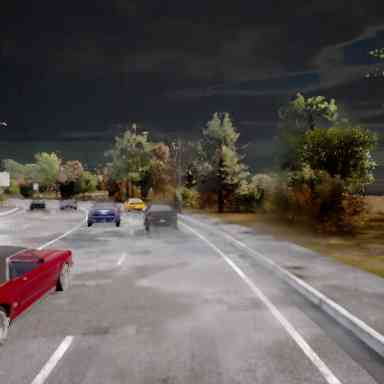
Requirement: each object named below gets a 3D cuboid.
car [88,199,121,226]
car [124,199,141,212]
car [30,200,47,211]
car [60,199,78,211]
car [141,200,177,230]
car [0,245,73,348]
[{"bbox_3d":[-6.141,1.371,23.628,2.097,1.767,4.553,0,0,-12],"label":"car"},{"bbox_3d":[-6.825,1.503,39.109,1.882,1.535,5.008,0,0,-19],"label":"car"},{"bbox_3d":[-19.177,1.639,41.633,1.895,1.301,4.718,0,0,-23],"label":"car"},{"bbox_3d":[-15.280,1.600,41.257,1.994,1.385,4.181,0,0,-22],"label":"car"},{"bbox_3d":[-2.099,1.488,21.343,1.882,1.535,5.008,0,0,-10],"label":"car"},{"bbox_3d":[-3.695,1.613,5.990,1.895,1.301,4.718,0,0,-3],"label":"car"}]
